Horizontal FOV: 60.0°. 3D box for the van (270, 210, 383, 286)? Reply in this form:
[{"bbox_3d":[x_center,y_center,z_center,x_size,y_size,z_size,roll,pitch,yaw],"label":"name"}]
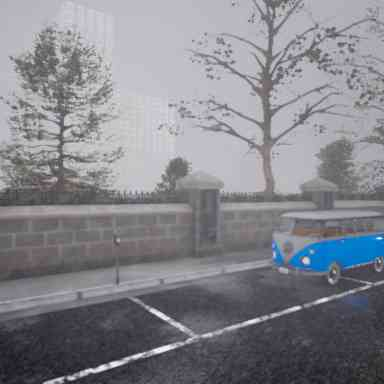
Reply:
[{"bbox_3d":[3.970,1.423,9.383,3.998,1.788,1.690,1,0,-35],"label":"van"}]
